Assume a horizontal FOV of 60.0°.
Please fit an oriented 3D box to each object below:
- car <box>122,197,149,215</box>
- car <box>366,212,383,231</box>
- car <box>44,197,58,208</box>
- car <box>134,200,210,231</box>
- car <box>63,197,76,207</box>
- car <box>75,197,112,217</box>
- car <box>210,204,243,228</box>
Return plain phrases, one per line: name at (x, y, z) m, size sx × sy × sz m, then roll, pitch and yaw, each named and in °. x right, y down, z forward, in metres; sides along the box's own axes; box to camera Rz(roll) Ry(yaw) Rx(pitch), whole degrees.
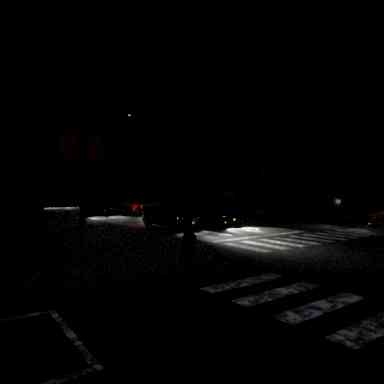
car at (-4.759, 1.307, 31.010) m, size 2.097 × 1.767 × 4.553 m, roll 0°, pitch 0°, yaw -36°
car at (12.787, 1.465, 19.009) m, size 5.008 × 1.535 × 1.882 m, roll 0°, pitch 2°, yaw 29°
car at (-20.912, 1.471, 48.078) m, size 2.033 × 1.411 × 5.357 m, roll 0°, pitch 0°, yaw -36°
car at (-1.377, 1.467, 20.730) m, size 2.128 × 1.511 × 4.902 m, roll 0°, pitch 0°, yaw -36°
car at (-17.774, 1.446, 49.269) m, size 1.812 × 1.442 × 4.674 m, roll 0°, pitch 0°, yaw -35°
car at (-9.201, 1.459, 31.630) m, size 1.837 × 1.490 × 4.892 m, roll 0°, pitch 0°, yaw -35°
car at (1.476, 1.535, 22.328) m, size 1.994 × 1.385 × 4.181 m, roll 0°, pitch 0°, yaw -36°
